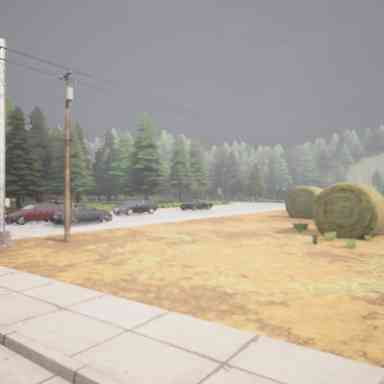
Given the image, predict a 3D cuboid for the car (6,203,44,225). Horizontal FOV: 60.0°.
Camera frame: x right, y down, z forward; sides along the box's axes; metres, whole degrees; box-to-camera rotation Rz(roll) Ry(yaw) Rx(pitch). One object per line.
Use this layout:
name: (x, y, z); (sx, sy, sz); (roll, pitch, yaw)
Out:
car: (-11.384, 1.540, 24.412); (1.812, 1.442, 4.674); (0, 0, 37)

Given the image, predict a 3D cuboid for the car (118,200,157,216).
car: (-5.512, 1.506, 32.340); (2.128, 1.511, 4.902); (0, 0, 37)

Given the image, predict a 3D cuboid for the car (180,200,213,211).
car: (0.546, 1.615, 40.500); (1.895, 1.301, 4.718); (0, 0, 37)

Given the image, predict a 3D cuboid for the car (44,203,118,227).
car: (-7.687, 1.580, 23.324); (1.994, 1.385, 4.181); (0, 0, 37)
